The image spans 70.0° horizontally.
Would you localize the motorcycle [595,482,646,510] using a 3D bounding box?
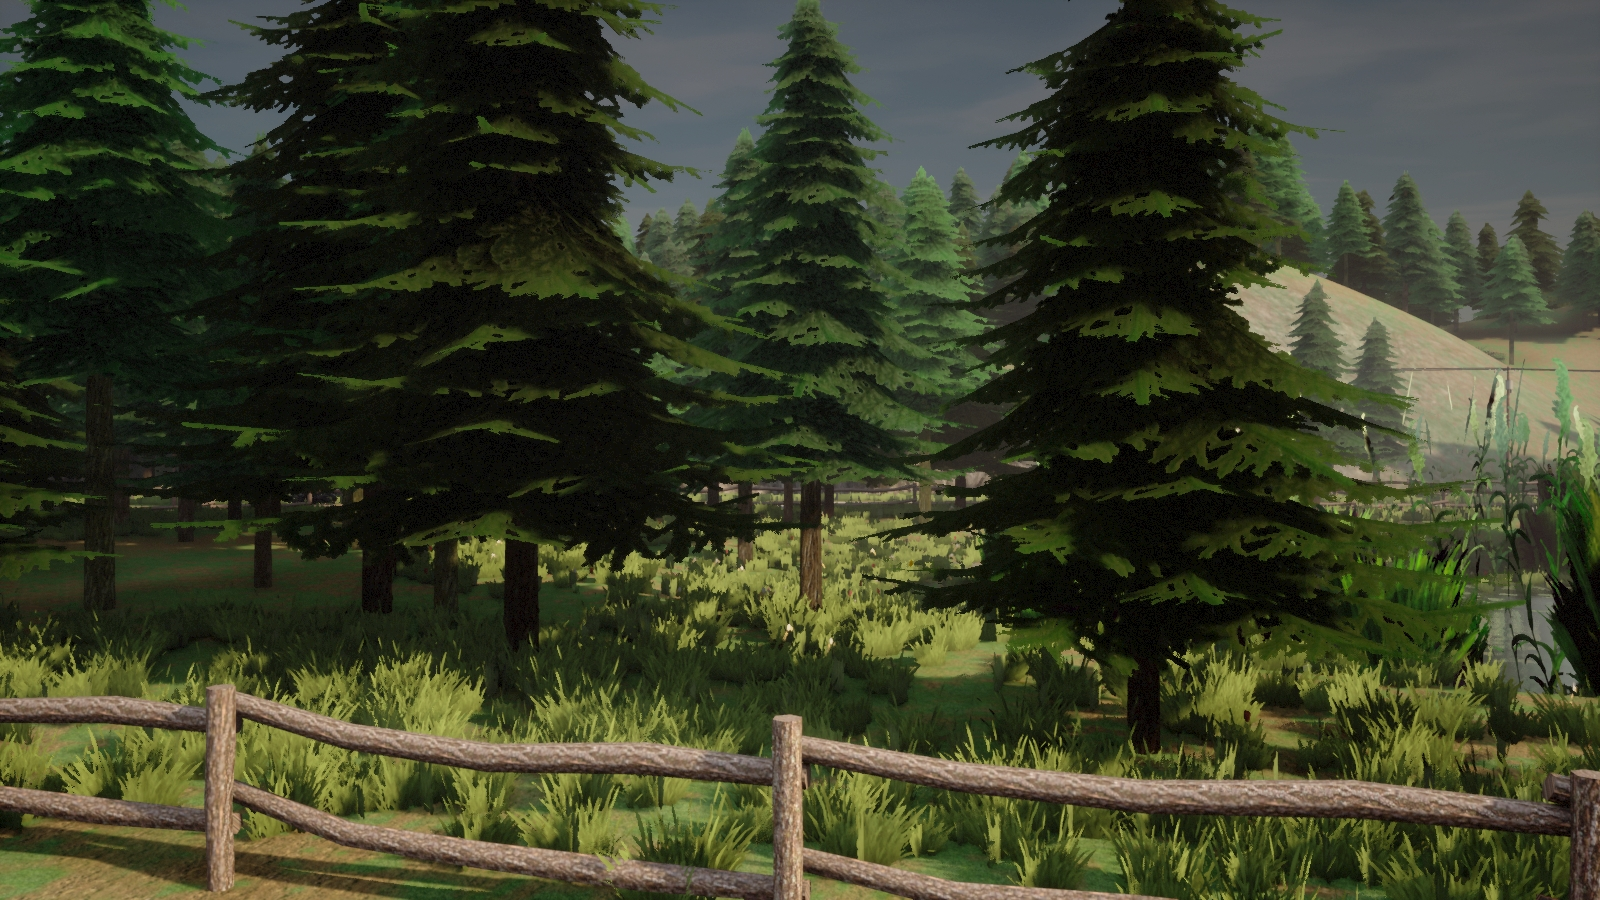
[{"bbox_3d":[-8.497,2.178,54.104,2.209,1.251,0.867,0,0,14],"label":"motorcycle"}]
